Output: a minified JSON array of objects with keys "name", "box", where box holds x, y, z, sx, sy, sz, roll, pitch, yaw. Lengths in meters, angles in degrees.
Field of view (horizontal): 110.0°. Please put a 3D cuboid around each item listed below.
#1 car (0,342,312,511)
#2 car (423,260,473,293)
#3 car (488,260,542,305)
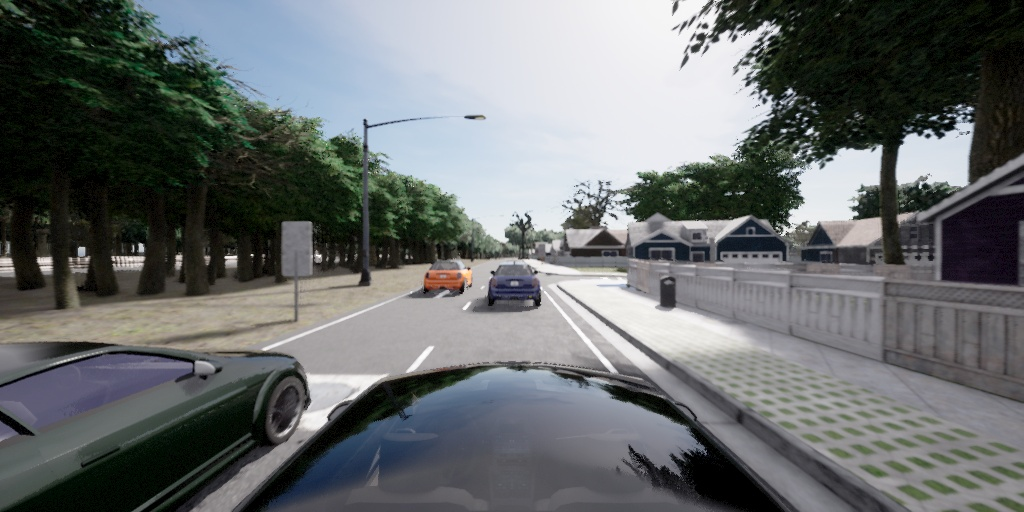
[{"name":"car","box":[-3.400,1.312,2.598,1.994,1.385,4.181,0,0,0]},{"name":"car","box":[-3.403,1.004,19.845,2.097,1.767,4.553,0,1,0]},{"name":"car","box":[0.100,1.039,15.664,2.097,1.767,4.553,0,0,0]}]
